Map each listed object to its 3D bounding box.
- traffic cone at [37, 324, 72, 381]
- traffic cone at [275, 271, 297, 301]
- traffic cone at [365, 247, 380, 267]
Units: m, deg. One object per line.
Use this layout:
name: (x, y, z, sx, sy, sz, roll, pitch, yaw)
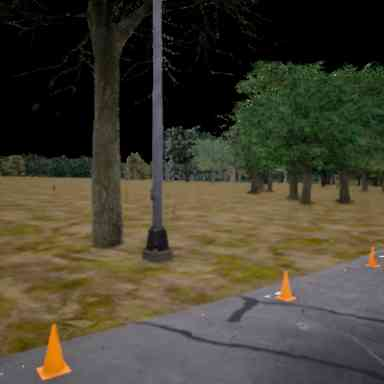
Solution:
traffic cone: (-1.756, 1.987, 4.244, 0.340, 0.580, 0.340, 1, -1, -37)
traffic cone: (2.049, 2.016, 7.243, 0.340, 0.580, 0.340, 0, -1, -40)
traffic cone: (5.679, 2.028, 10.453, 0.340, 0.580, 0.340, 0, 0, -43)
